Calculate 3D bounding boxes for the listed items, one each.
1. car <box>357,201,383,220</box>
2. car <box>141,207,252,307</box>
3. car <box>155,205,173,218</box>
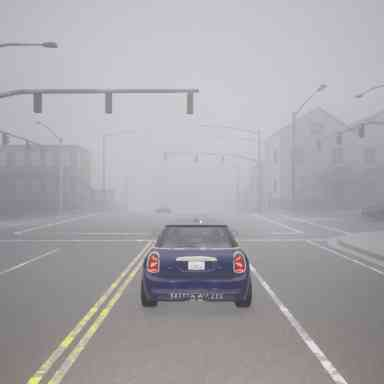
[{"bbox_3d":[16.442,1.491,27.722,4.902,1.511,2.128,0,0,-1],"label":"car"},{"bbox_3d":[0.095,1.352,8.141,2.097,1.767,4.553,0,0,0],"label":"car"},{"bbox_3d":[-3.549,2.570,42.625,1.895,1.301,4.718,0,-8,0],"label":"car"}]
